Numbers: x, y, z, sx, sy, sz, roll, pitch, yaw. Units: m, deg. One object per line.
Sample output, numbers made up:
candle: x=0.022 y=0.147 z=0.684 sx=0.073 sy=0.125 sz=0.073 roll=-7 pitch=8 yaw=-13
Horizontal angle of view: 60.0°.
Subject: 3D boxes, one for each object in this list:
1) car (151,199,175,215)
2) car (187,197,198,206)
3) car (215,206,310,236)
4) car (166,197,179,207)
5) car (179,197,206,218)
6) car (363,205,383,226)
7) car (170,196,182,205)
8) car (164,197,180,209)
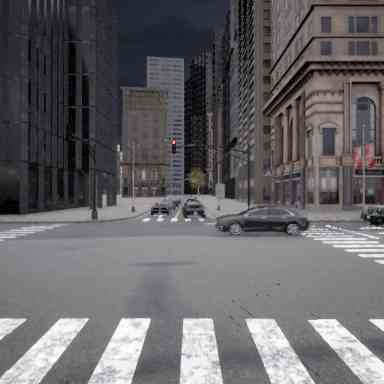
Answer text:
car: x=-3.052 y=1.641 z=33.782 sx=1.895 sy=1.301 sz=4.718 roll=0 pitch=0 yaw=0
car: x=0.109 y=1.606 z=59.013 sx=1.837 sy=1.490 sz=4.892 roll=0 pitch=0 yaw=0
car: x=3.669 y=1.497 z=17.582 sx=4.892 sy=1.490 sz=1.837 roll=0 pitch=0 yaw=0
car: x=-3.045 y=1.589 z=52.589 sx=1.837 sy=1.490 sz=4.892 roll=0 pitch=0 yaw=0
car: x=0.127 y=1.537 z=30.300 sx=1.837 sy=1.490 sz=4.892 roll=-2 pitch=0 yaw=-4
car: x=13.863 y=1.208 z=20.865 sx=5.566 sy=2.045 sz=2.150 roll=0 pitch=0 yaw=1
car: x=-2.995 y=1.592 z=62.738 sx=1.882 sy=1.535 sz=5.008 roll=0 pitch=0 yaw=0
car: x=-3.058 y=1.552 z=43.178 sx=2.128 sy=1.511 sz=4.902 roll=0 pitch=0 yaw=0
